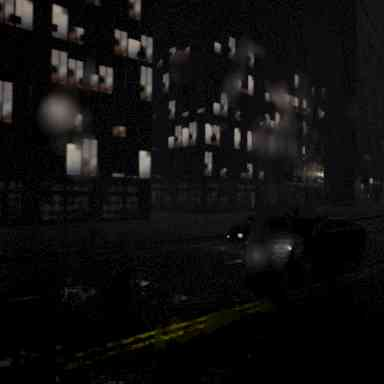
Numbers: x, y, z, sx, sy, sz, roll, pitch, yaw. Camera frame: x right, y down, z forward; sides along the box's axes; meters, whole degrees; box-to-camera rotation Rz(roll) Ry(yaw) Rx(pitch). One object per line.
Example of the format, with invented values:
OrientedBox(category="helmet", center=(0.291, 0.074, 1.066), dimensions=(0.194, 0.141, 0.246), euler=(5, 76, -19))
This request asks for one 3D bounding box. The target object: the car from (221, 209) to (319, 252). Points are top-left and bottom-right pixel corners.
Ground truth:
OrientedBox(category="car", center=(3.489, 1.546, 14.573), dimensions=(4.181, 1.385, 1.994), euler=(0, 0, -38))

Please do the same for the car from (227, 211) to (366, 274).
OrientedBox(category="car", center=(3.718, 1.479, 10.626), dimensions=(4.902, 1.511, 2.128), euler=(0, 0, -38))

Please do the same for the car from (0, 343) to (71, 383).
OrientedBox(category="car", center=(-2.611, 1.566, 1.555), dimensions=(4.181, 1.385, 1.994), euler=(0, 0, -36))
